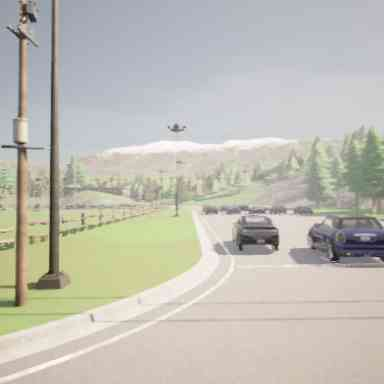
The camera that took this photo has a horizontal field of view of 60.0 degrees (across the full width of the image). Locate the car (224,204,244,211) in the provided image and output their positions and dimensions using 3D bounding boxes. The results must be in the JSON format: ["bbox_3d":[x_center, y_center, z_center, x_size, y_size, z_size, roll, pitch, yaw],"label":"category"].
[{"bbox_3d":[6.662,2.835,53.143,1.812,1.442,4.674,0,-1,0],"label":"car"}]

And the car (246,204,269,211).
[{"bbox_3d":[10.169,2.863,52.252,1.895,1.301,4.718,0,-1,0],"label":"car"}]

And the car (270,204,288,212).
[{"bbox_3d":[16.983,3.082,64.861,2.033,1.411,5.357,0,-1,0],"label":"car"}]

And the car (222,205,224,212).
[{"bbox_3d":[6.509,3.147,64.535,2.033,1.411,5.357,0,-1,0],"label":"car"}]

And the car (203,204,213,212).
[{"bbox_3d":[3.064,3.150,64.539,1.812,1.442,4.674,0,-1,0],"label":"car"}]

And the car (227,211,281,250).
[{"bbox_3d":[3.024,1.891,16.273,2.128,1.511,4.902,0,-1,4],"label":"car"}]

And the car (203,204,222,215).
[{"bbox_3d":[3.160,2.843,53.794,2.128,1.511,4.902,0,-1,0],"label":"car"}]

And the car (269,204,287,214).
[{"bbox_3d":[13.663,2.746,52.908,2.128,1.511,4.902,0,-1,0],"label":"car"}]

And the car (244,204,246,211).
[{"bbox_3d":[9.985,3.055,64.600,1.882,1.535,5.008,0,-1,0],"label":"car"}]

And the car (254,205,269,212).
[{"bbox_3d":[13.485,3.149,64.418,1.895,1.301,4.718,0,-1,0],"label":"car"}]

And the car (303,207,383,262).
[{"bbox_3d":[6.164,1.657,13.415,2.097,1.767,4.553,-1,-1,7],"label":"car"}]

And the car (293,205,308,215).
[{"bbox_3d":[17.175,2.763,51.700,1.994,1.385,4.181,0,-1,-1],"label":"car"}]
